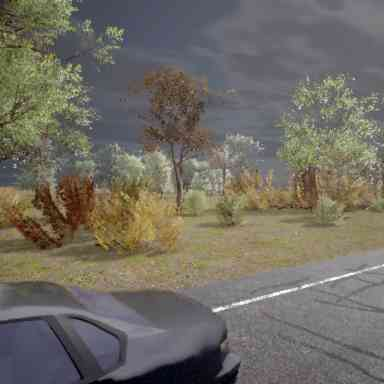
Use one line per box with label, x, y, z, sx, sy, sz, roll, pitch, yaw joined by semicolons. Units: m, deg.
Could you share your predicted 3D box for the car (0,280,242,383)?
car;-2.066;1.547;2.515;5.357;1.411;2.033;0;0;-35
